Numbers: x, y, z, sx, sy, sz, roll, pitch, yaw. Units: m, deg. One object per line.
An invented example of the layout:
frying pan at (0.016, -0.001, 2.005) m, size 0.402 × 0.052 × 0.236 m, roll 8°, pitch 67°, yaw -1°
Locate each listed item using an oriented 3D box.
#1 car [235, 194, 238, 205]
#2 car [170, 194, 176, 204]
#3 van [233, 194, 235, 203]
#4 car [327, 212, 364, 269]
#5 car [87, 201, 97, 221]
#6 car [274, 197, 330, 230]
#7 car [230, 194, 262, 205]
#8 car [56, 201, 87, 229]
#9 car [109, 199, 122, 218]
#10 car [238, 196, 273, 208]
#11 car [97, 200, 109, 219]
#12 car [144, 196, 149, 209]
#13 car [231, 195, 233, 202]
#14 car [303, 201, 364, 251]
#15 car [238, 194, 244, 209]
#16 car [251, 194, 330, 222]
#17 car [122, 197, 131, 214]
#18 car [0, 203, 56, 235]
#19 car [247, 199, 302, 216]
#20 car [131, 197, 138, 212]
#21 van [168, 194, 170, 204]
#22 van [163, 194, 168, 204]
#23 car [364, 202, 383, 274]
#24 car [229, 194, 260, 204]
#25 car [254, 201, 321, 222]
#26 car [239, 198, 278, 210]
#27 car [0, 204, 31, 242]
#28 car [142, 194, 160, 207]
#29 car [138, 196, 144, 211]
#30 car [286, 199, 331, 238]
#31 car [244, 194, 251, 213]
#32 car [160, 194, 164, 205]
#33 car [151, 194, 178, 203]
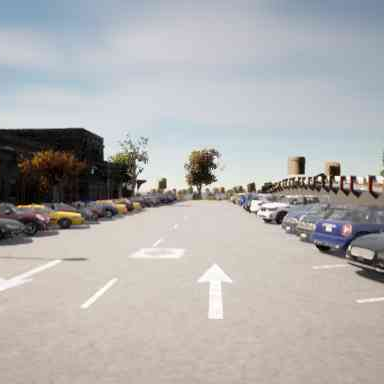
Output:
car at (8.862, 1.304, 42.236) m, size 5.566 × 2.045 × 2.435 m, roll 1°, pitch 0°, yaw -16°
car at (-6.609, 1.381, 64.731) m, size 5.566 × 2.045 × 2.435 m, roll -1°, pitch 0°, yaw -16°
van at (9.967, 1.375, 57.339) m, size 4.442 × 1.987 × 1.878 m, roll 1°, pitch 0°, yaw -16°
car at (6.590, 1.454, 9.057) m, size 4.892 × 1.521 × 2.231 m, roll 1°, pitch 0°, yaw -16°
car at (-9.434, 1.511, 23.381) m, size 4.892 × 1.521 × 2.231 m, roll -1°, pitch -1°, yaw -16°
car at (7.224, 1.356, 18.115) m, size 4.553 × 1.767 × 2.185 m, roll 1°, pitch 0°, yaw -16°
car at (10.243, 1.365, 63.315) m, size 5.566 × 2.045 × 2.435 m, roll 1°, pitch 0°, yaw -16°
car at (-9.457, 1.495, 20.493) m, size 5.366 × 1.575 × 1.946 m, roll -1°, pitch -1°, yaw -16°
car at (-9.028, 1.528, 29.283) m, size 5.008 × 1.535 × 2.097 m, roll -1°, pitch -1°, yaw -16°
car at (9.211, 1.447, 48.252) m, size 4.553 × 1.767 × 2.185 m, roll 1°, pitch 0°, yaw -16°
car at (-9.256, 1.549, 26.325) m, size 4.792 × 1.488 × 2.163 m, roll -1°, pitch 0°, yaw -16°
car at (-8.205, 1.593, 41.114) m, size 4.792 × 1.488 × 2.163 m, roll -1°, pitch -1°, yaw -16°
car at (10.093, 1.483, 60.320) m, size 4.553 × 1.767 × 2.185 m, roll 1°, pitch 0°, yaw -16°
car at (6.759, 1.337, 12.067) m, size 4.553 × 1.767 × 2.185 m, roll 1°, pitch 0°, yaw -16°
car at (8.392, 1.285, 36.191) m, size 5.566 × 2.045 × 2.435 m, roll 1°, pitch 0°, yaw -16°
car at (7.582, 1.248, 24.123) m, size 5.566 × 2.045 × 2.435 m, roll 1°, pitch 0°, yaw -16°
car at (-9.005, 1.536, 32.184) m, size 5.366 × 1.575 × 1.946 m, roll -1°, pitch 0°, yaw -16°
car at (-9.865, 1.366, 17.477) m, size 4.553 × 1.767 × 2.185 m, roll -1°, pitch -1°, yaw -16°
car at (8.205, 1.528, 33.189) m, size 4.892 × 1.521 × 2.231 m, roll 1°, pitch 0°, yaw -16°
car at (-8.630, 1.546, 35.199) m, size 5.008 × 1.535 × 2.097 m, roll -1°, pitch 0°, yaw -16°
van at (-6.944, 1.400, 61.729) m, size 4.442 × 1.987 × 1.878 m, roll -1°, pitch 0°, yaw -16°
van at (-7.145, 1.392, 58.776) m, size 4.442 × 1.987 × 1.878 m, roll -1°, pitch 0°, yaw -16°
car at (6.405, 1.193, 6.059) m, size 5.566 × 2.045 × 2.435 m, roll 1°, pitch 0°, yaw -16°
car at (10.491, 1.374, 66.366) m, size 5.566 × 2.045 × 2.435 m, roll 1°, pitch 0°, yaw -16°
car at (7.779, 1.538, 27.140) m, size 4.792 × 1.488 × 2.163 m, roll 1°, pitch 0°, yaw -16°
car at (9.004, 1.593, 45.234) m, size 4.792 × 1.488 × 2.163 m, roll 1°, pitch 0°, yaw -16°
car at (-10.037, 1.484, 14.530) m, size 4.892 × 1.521 × 2.231 m, roll -1°, pitch -1°, yaw -16°
car at (-7.661, 1.466, 49.948) m, size 4.553 × 1.767 × 2.185 m, roll -1°, pitch 0°, yaw -16°
car at (-8.604, 1.554, 38.087) m, size 5.366 × 1.575 × 1.946 m, roll -1°, pitch 0°, yaw -16°
car at (7.025, 1.347, 15.094) m, size 4.553 × 1.767 × 2.185 m, roll 1°, pitch 0°, yaw -16°
car at (8.047, 1.267, 30.173) m, size 5.566 × 2.045 × 2.435 m, roll 1°, pitch 0°, yaw -16°
car at (-7.429, 1.601, 52.914) m, size 4.892 × 1.521 × 2.231 m, roll -1°, pitch 0°, yaw -16°
car at (-6.055, 1.406, 73.557) m, size 5.566 × 2.045 × 2.435 m, roll -1°, pitch 0°, yaw -16°
